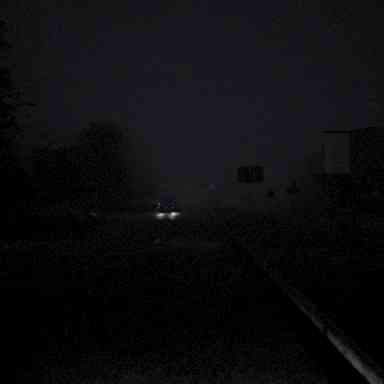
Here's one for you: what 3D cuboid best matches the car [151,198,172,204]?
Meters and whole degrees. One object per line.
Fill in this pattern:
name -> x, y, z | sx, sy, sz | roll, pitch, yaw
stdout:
car -> -7.803, 2.361, 85.390 | 5.008, 1.535, 2.097 | 0, -1, 0

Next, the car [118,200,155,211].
car -> -8.097, 1.946, 50.487 | 4.892, 1.521, 2.231 | 0, -1, 0

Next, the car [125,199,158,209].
car -> -8.080, 1.983, 53.760 | 5.008, 1.535, 2.097 | 0, -1, 0

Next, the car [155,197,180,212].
car -> -3.239, 1.627, 45.093 | 2.150, 2.045, 5.566 | 0, -1, 3

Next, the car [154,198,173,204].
car -> -7.767, 2.446, 90.958 | 5.008, 1.535, 2.097 | 0, -1, 0

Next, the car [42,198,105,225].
car -> -8.365, 1.495, 22.879 | 4.553, 1.767, 2.185 | 0, -1, 0

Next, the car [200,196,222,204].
car -> 5.300, 2.406, 88.045 | 4.892, 1.521, 2.231 | 0, -1, 0

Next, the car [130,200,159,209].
car -> -8.046, 2.060, 56.907 | 4.674, 1.452, 2.002 | 0, -1, 0

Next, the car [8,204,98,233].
car -> -8.319, 1.626, 19.707 | 4.674, 1.452, 2.002 | 0, -1, 0
